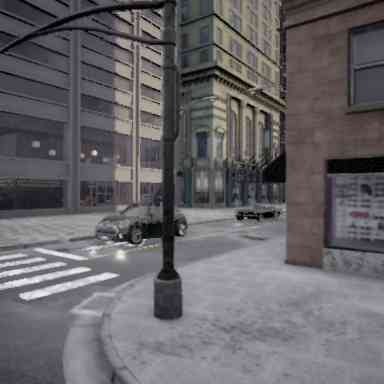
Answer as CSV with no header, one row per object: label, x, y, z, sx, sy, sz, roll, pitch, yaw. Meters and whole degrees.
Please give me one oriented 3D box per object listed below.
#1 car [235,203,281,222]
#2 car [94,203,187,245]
car,5.132,1.549,25.622,1.895,1.301,4.718,0,0,36
car,-2.252,1.295,15.442,2.097,1.767,4.553,0,0,37
